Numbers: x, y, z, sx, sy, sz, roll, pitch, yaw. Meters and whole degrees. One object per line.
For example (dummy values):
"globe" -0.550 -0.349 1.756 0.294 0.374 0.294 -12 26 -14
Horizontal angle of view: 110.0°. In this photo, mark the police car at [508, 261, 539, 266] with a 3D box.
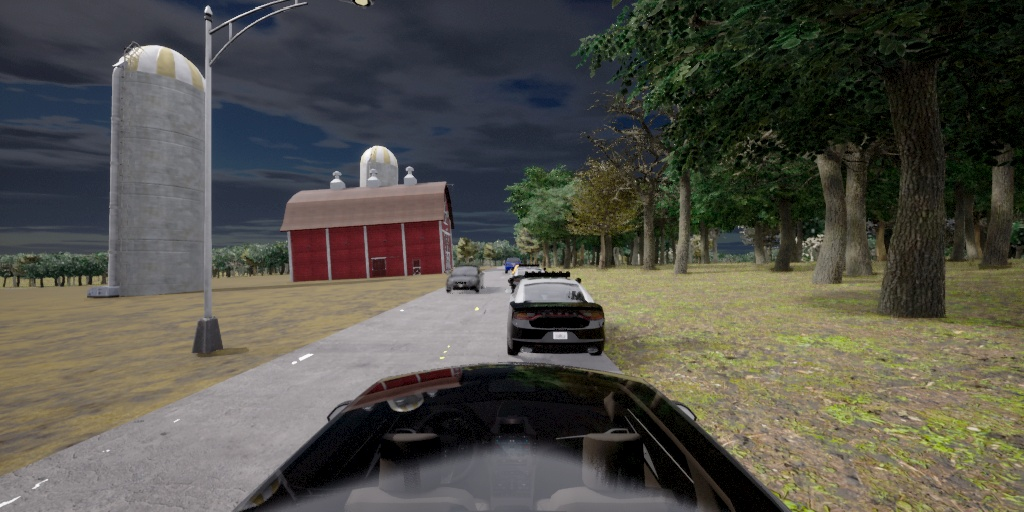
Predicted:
"police car" 0.888 1.231 18.832 1.930 1.638 5.238 0 0 0

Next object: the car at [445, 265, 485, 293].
"car" -2.678 1.325 21.226 1.837 1.490 4.892 0 0 0

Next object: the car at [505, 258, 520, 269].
"car" 0.207 1.265 47.309 2.150 2.045 5.566 0 0 0

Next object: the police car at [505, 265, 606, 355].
"police car" 0.851 1.187 8.828 1.930 1.638 5.238 0 0 0
